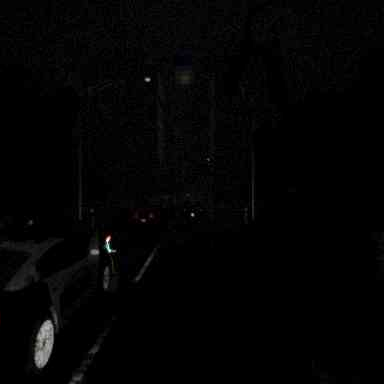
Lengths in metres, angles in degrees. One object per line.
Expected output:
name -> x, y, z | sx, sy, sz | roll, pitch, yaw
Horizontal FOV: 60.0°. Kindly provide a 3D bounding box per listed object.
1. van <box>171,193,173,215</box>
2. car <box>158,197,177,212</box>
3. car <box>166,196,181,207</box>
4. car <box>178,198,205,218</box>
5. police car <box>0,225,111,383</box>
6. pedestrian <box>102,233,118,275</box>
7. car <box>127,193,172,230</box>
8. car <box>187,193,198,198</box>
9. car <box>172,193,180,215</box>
van -> -2.623, 1.202, 26.063 | 1.690, 1.788, 3.998 | 0, 0, 0
car -> -2.621, 1.342, 37.122 | 1.752, 1.417, 4.829 | 0, 0, 0
car -> -2.617, 1.326, 48.520 | 2.008, 1.369, 4.403 | 0, 0, 0
car -> 0.078, 1.453, 28.068 | 1.895, 1.301, 4.718 | 0, 0, 0
police car -> -2.748, 1.391, 5.649 | 1.930, 1.638, 5.238 | 0, 0, 0
pedestrian -> -2.259, 1.622, 8.661 | 0.500, 1.100, 0.500 | 0, 0, 0
car -> -2.625, 1.202, 20.449 | 2.192, 1.841, 5.009 | 0, 0, 0
car -> 0.068, 1.270, 43.547 | 1.882, 1.535, 5.008 | 0, 0, 1
car -> -2.622, 1.152, 31.677 | 2.192, 1.841, 5.009 | 0, 0, 0
